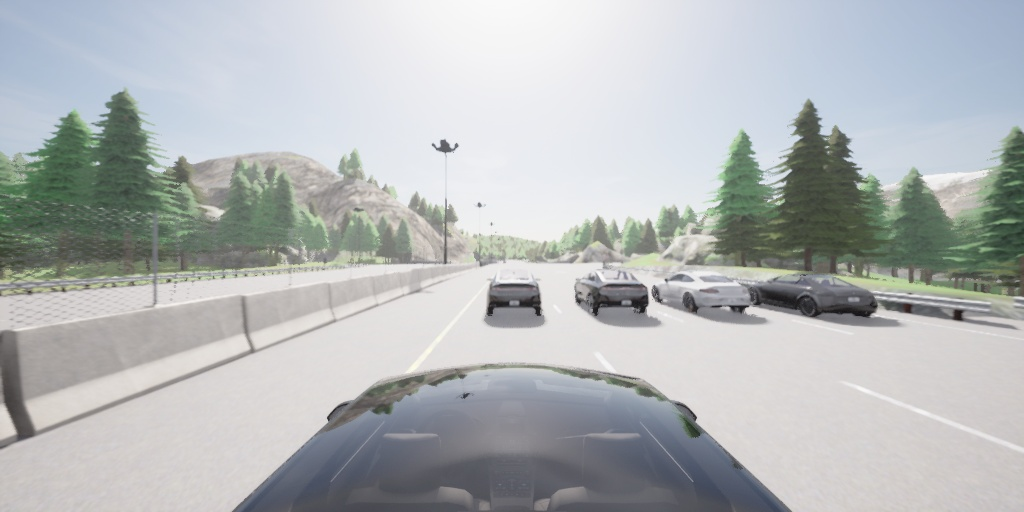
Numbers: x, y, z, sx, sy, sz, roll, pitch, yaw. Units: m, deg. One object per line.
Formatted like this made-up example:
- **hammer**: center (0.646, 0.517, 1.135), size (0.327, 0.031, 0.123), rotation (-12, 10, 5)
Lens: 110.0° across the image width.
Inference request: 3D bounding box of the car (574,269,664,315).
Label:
- **car**: center (3.570, 1.247, 13.612), size (2.128, 1.511, 4.902), rotation (0, 0, 0)

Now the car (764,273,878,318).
- **car**: center (10.572, 1.318, 13.100), size (1.994, 1.385, 4.181), rotation (0, 0, 0)

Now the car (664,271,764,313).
- **car**: center (7.057, 1.281, 13.806), size (1.812, 1.442, 4.674), rotation (0, 0, 0)

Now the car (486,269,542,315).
- **car**: center (0.071, 1.248, 13.512), size (2.128, 1.511, 4.902), rotation (0, 0, 0)
